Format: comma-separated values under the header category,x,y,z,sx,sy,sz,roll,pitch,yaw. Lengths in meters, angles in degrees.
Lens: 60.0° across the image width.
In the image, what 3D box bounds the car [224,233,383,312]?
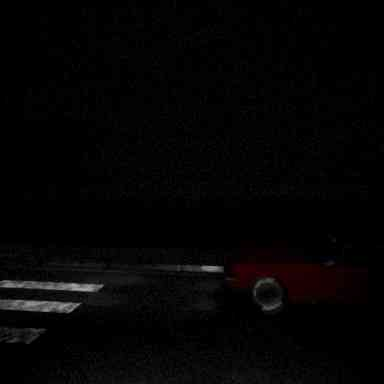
category,x,y,z,sx,sy,sz,roll,pitch,yaw
car,3.009,1.528,6.715,4.718,1.301,1.895,0,1,7
